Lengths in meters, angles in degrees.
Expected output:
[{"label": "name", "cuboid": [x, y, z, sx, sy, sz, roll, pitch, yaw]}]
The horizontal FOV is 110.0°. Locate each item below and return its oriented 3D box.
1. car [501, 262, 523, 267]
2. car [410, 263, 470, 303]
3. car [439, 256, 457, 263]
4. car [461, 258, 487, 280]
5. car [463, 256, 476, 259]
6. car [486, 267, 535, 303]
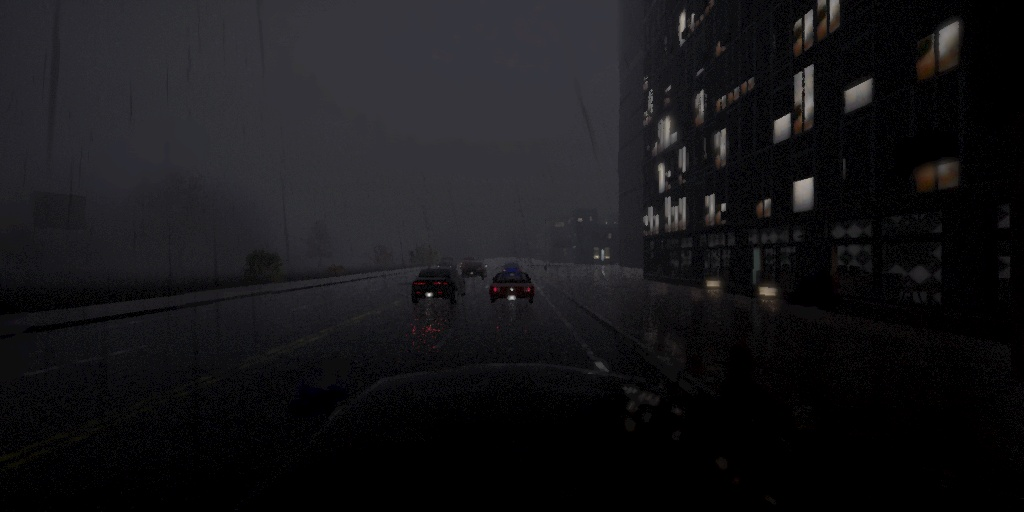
[{"label": "car", "cuboid": [0.000, 1.281, 31.500, 1.812, 1.442, 4.674, 0, 0, 0]}, {"label": "car", "cuboid": [-3.250, 1.265, 16.500, 1.837, 1.490, 4.892, 0, 0, 0]}, {"label": "car", "cuboid": [-9.750, 1.073, 54.470, 2.150, 2.045, 5.566, 0, 0, 0]}, {"label": "car", "cuboid": [-3.250, 1.233, 31.500, 1.882, 1.535, 5.008, 0, 0, 0]}, {"label": "car", "cuboid": [-6.500, 1.073, 54.470, 2.150, 2.045, 5.566, 0, 0, 0]}, {"label": "car", "cuboid": [0.000, 1.365, 16.530, 1.895, 1.301, 4.718, 0, 0, 0]}]
